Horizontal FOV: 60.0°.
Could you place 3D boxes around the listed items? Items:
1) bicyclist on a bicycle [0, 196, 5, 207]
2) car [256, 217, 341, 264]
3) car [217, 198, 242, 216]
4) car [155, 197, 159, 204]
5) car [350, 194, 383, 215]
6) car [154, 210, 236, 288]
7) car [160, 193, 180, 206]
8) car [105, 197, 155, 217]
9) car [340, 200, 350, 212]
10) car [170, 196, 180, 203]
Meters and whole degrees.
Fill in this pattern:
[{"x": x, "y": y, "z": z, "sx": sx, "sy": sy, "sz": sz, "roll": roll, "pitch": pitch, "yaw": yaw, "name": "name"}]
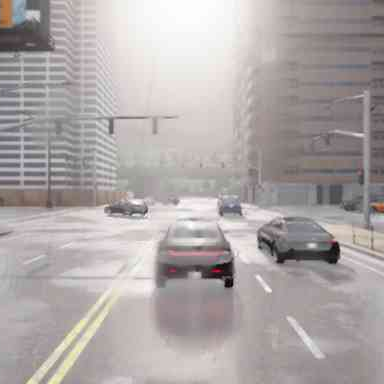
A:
[{"x": -25.649, "y": 1.305, "z": 44.782, "sx": 0.582, "sy": 1.620, "sz": 1.656, "roll": 0, "pitch": 0, "yaw": 0, "name": "bicyclist on a bicycle"}, {"x": 3.578, "y": 1.565, "z": 11.883, "sx": 1.994, "sy": 1.385, "sz": 4.181, "roll": 0, "pitch": 0, "yaw": 0, "name": "car"}, {"x": 3.587, "y": 1.356, "z": 32.548, "sx": 2.097, "sy": 1.767, "sz": 4.553, "roll": 0, "pitch": 0, "yaw": 0, "name": "car"}, {"x": -7.071, "y": 1.532, "z": 54.568, "sx": 1.812, "sy": 1.442, "sz": 4.674, "roll": 0, "pitch": 0, "yaw": 0, "name": "car"}, {"x": 19.113, "y": 1.358, "z": 33.749, "sx": 4.553, "sy": 1.767, "sz": 2.097, "roll": 0, "pitch": 0, "yaw": 1, "name": "car"}, {"x": 0.063, "y": 1.493, "z": 9.236, "sx": 2.128, "sy": 1.511, "sz": 4.902, "roll": 0, "pitch": 0, "yaw": 0, "name": "car"}, {"x": -3.569, "y": 1.229, "z": 55.407, "sx": 2.150, "sy": 2.045, "sz": 5.566, "roll": 0, "pitch": 0, "yaw": 0, "name": "car"}, {"x": -6.170, "y": 1.495, "z": 30.956, "sx": 4.902, "sy": 1.511, "sz": 2.128, "roll": 0, "pitch": 0, "yaw": 41, "name": "car"}, {"x": 19.597, "y": 1.227, "z": 37.246, "sx": 5.566, "sy": 2.045, "sz": 2.150, "roll": 0, "pitch": 0, "yaw": 1, "name": "car"}, {"x": -3.512, "y": 1.603, "z": 70.869, "sx": 1.895, "sy": 1.301, "sz": 4.718, "roll": 0, "pitch": 0, "yaw": 0, "name": "car"}]
